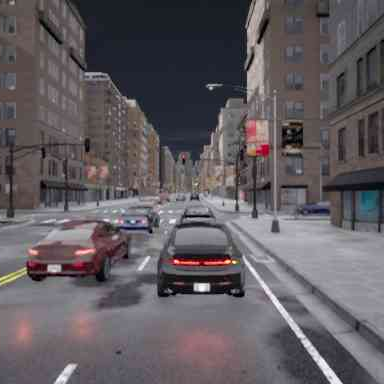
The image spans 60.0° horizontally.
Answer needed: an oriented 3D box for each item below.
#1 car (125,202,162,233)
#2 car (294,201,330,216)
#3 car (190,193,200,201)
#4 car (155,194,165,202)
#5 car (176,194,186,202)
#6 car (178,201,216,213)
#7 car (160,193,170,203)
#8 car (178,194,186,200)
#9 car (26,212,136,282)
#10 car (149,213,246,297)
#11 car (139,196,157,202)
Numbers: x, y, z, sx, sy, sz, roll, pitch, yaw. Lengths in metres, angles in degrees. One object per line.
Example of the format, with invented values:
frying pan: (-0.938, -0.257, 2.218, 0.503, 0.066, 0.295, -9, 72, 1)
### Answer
car: (-2.965, 1.543, 19.241, 2.033, 1.411, 5.357, 0, 0, 0)
car: (12.633, 1.602, 33.195, 4.674, 1.442, 1.812, 0, -1, 2)
car: (0.602, 1.157, 75.322, 2.150, 2.045, 5.566, 0, 0, 0)
car: (-6.116, 1.489, 56.849, 1.812, 1.442, 4.674, 0, 0, 0)
car: (-2.644, 1.484, 75.734, 1.994, 1.385, 4.181, 0, 0, 0)
car: (0.285, 1.488, 17.935, 2.128, 1.511, 4.902, 0, 0, -1)
car: (-5.933, 1.171, 70.602, 2.150, 2.045, 5.566, 0, 0, 0)
car: (-2.570, 1.235, 85.736, 1.882, 1.535, 5.008, 0, 0, 0)
car: (-3.030, 1.526, 9.673, 1.812, 1.442, 4.674, 0, 0, 1)
car: (0.202, 1.505, 8.538, 1.837, 1.490, 4.892, 0, 0, 0)
car: (-6.225, 1.577, 44.171, 1.895, 1.301, 4.718, 0, 0, 0)
